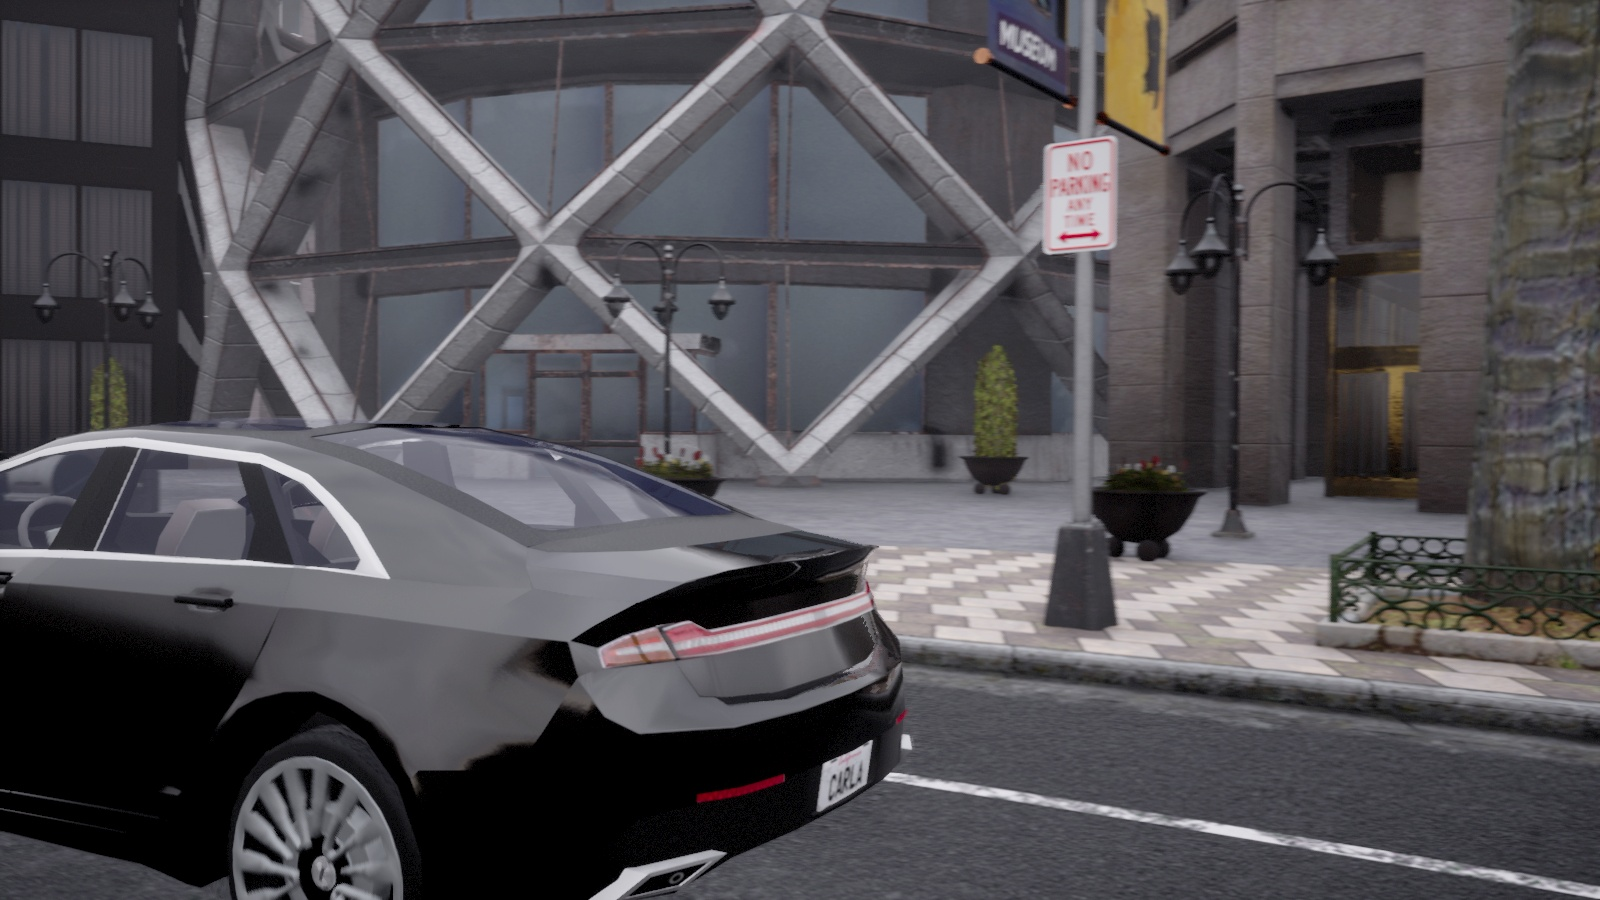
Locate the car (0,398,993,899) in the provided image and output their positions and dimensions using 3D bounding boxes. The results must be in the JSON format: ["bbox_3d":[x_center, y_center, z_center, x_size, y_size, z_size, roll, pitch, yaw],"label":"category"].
[{"bbox_3d":[-1.999,0.639,4.566,4.902,1.511,2.128,0,1,28],"label":"car"}]
